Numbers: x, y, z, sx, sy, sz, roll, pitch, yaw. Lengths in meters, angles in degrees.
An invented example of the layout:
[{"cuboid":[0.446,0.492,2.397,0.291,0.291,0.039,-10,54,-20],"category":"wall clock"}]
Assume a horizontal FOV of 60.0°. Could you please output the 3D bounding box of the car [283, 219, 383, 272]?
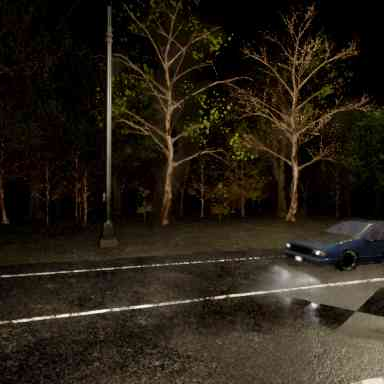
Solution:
[{"cuboid":[5.680,1.599,10.763,5.357,1.411,2.033,0,0,-19],"category":"car"}]
